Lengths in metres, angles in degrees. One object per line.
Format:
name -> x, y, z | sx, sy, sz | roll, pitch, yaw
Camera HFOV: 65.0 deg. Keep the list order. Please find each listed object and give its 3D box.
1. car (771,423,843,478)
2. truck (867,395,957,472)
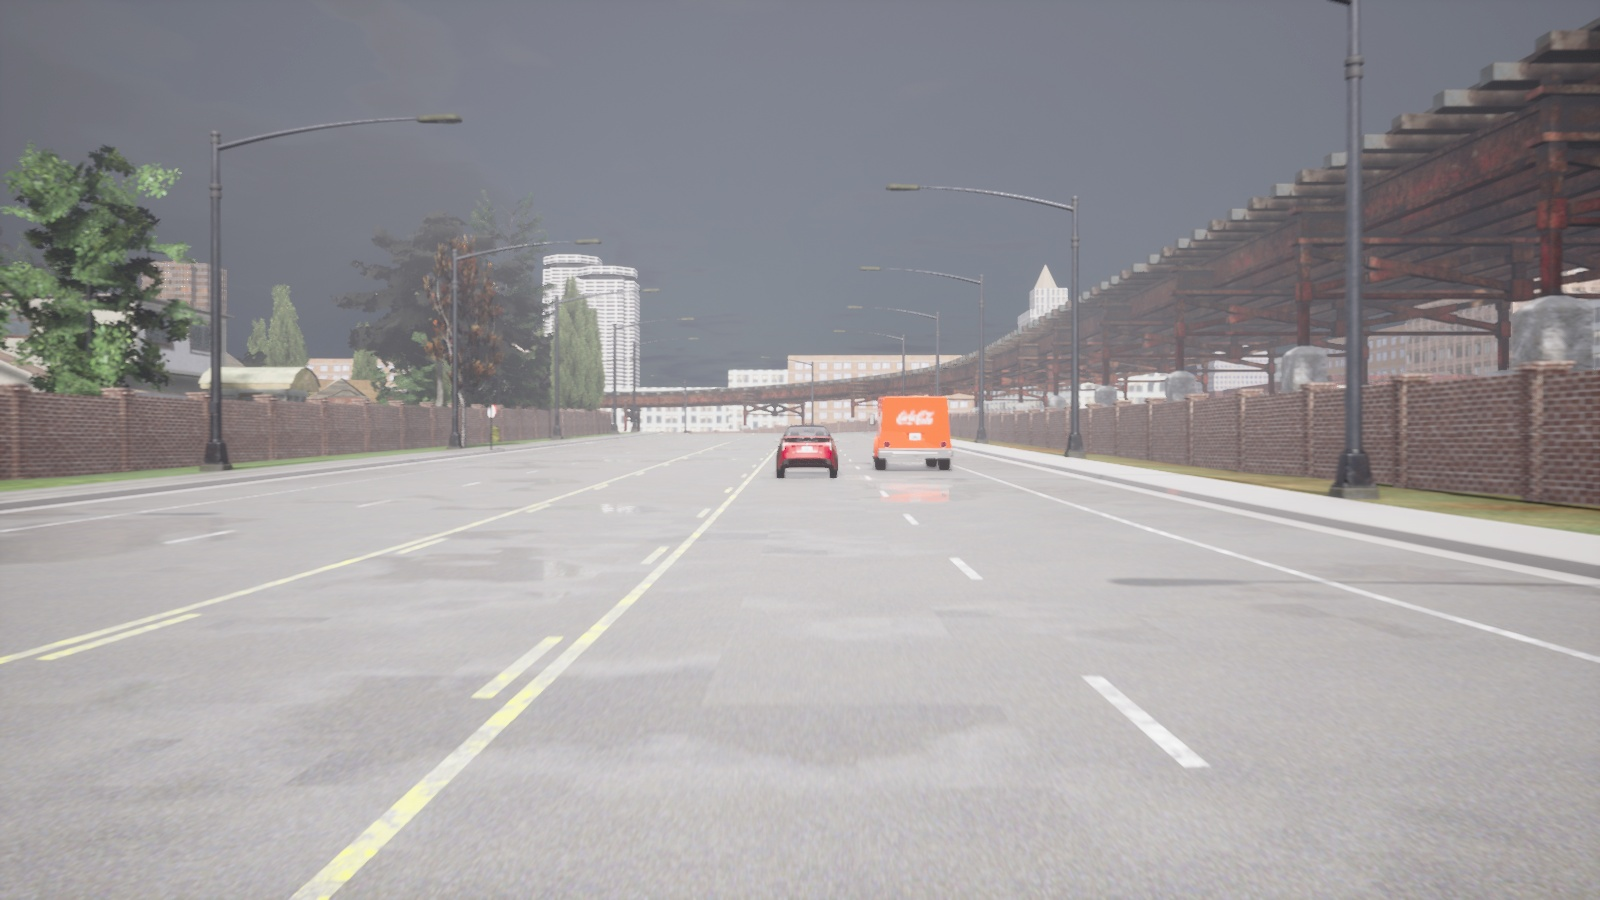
car -> 0.207, -0.028, 37.505 | 2.007, 1.525, 4.514 | 0, 2, 0
truck -> 3.735, -0.599, 42.903 | 2.627, 2.467, 5.204 | 0, 2, 0
